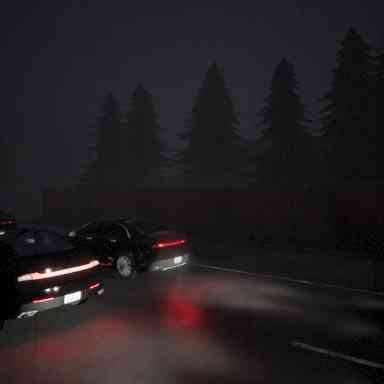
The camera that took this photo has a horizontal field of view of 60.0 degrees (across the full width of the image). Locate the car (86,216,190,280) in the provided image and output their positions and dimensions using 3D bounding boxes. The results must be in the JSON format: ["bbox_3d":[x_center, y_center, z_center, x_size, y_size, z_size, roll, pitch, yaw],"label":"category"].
[{"bbox_3d":[-2.331,1.505,9.984,4.892,1.490,1.837,0,0,36],"label":"car"}]

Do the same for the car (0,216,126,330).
[{"bbox_3d":[-3.899,1.492,6.799,4.902,1.511,2.128,0,0,36],"label":"car"}]

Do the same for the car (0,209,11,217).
[{"bbox_3d":[-9.971,1.505,15.473,4.892,1.490,1.837,0,0,36],"label":"car"}]
